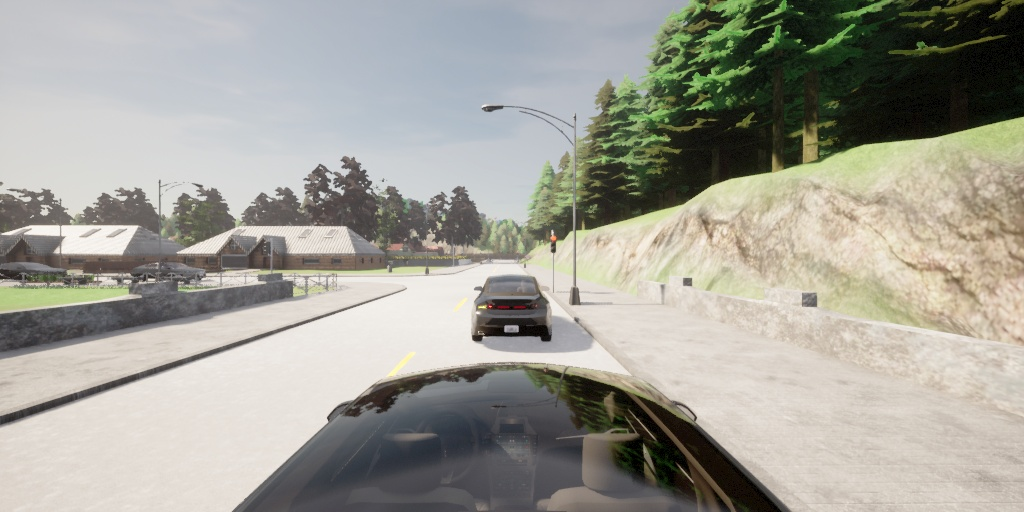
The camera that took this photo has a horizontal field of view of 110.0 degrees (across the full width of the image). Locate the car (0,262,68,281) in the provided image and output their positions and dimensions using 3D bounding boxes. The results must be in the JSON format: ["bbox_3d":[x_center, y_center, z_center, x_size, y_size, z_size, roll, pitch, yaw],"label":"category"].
[{"bbox_3d":[-37.885,1.228,28.017,5.008,1.535,1.882,0,0,0],"label":"car"}]

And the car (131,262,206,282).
[{"bbox_3d":[-26.813,1.241,28.108,4.902,1.511,2.128,0,0,0],"label":"car"}]

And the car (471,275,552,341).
[{"bbox_3d":[-0.010,1.255,9.813,1.837,1.490,4.892,0,0,0],"label":"car"}]

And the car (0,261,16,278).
[{"bbox_3d":[-48.134,1.228,32.066,5.008,1.535,1.882,0,0,0],"label":"car"}]
